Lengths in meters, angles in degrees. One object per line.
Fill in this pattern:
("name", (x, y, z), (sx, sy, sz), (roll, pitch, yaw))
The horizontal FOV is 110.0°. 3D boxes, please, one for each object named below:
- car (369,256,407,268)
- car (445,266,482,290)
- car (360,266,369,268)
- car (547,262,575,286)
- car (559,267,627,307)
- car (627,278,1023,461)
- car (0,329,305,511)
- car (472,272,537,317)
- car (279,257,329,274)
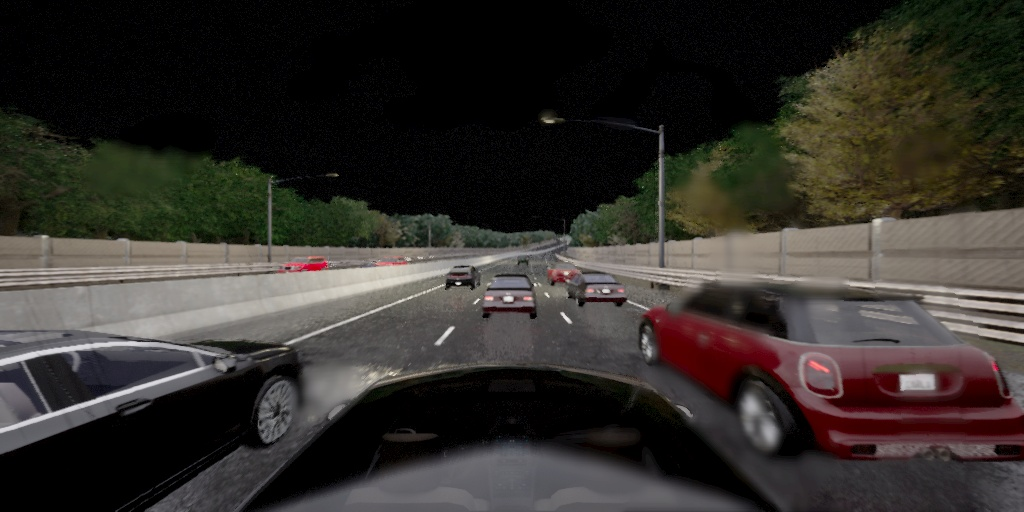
("car", (-13.422, 1.075, 39.869), (2.150, 2.045, 5.566), (0, 0, 2))
("car", (-3.181, 1.383, 23.978), (1.837, 1.490, 4.892), (0, 0, 1))
("car", (-16.767, 1.433, 43.843), (1.895, 1.301, 4.718), (0, 0, 3))
("car", (3.794, 1.240, 26.997), (2.097, 1.767, 4.553), (0, 0, 1))
("car", (3.600, 1.394, 16.138), (2.033, 1.411, 5.357), (0, 0, 1))
("car", (3.506, 1.128, 5.217), (2.097, 1.767, 4.553), (0, 0, 0))
("car", (-3.406, 1.245, 2.361), (2.128, 1.511, 4.902), (0, 0, 0))
("car", (-0.043, 1.376, 13.486), (2.033, 1.411, 5.357), (0, 0, 2))
("car", (-20.568, 1.078, 35.716), (2.150, 2.045, 5.566), (0, 0, 2))
